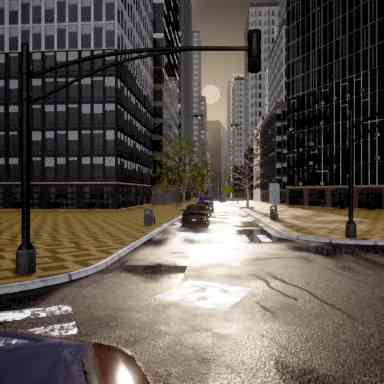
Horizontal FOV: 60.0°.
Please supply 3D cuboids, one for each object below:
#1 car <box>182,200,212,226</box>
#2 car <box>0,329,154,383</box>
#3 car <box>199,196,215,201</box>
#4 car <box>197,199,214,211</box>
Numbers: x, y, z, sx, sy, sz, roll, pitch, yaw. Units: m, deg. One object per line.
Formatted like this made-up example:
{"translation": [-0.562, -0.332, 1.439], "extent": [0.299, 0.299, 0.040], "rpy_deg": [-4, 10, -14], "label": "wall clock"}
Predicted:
{"translation": [0.338, 1.654, 25.166], "extent": [1.882, 1.535, 5.008], "rpy_deg": [0, 0, 4], "label": "car"}
{"translation": [-2.116, 1.574, 1.639], "extent": [4.181, 1.385, 1.994], "rpy_deg": [0, 0, -25], "label": "car"}
{"translation": [1.925, 1.554, 45.985], "extent": [2.150, 2.045, 5.566], "rpy_deg": [0, 0, 4], "label": "car"}
{"translation": [1.116, 1.777, 35.356], "extent": [1.812, 1.442, 4.674], "rpy_deg": [0, 0, 4], "label": "car"}
